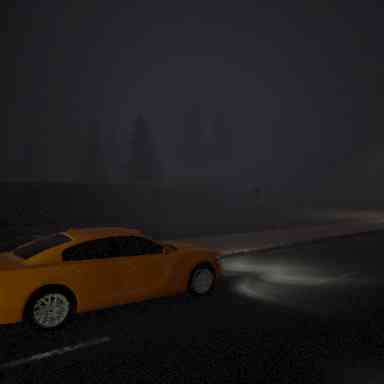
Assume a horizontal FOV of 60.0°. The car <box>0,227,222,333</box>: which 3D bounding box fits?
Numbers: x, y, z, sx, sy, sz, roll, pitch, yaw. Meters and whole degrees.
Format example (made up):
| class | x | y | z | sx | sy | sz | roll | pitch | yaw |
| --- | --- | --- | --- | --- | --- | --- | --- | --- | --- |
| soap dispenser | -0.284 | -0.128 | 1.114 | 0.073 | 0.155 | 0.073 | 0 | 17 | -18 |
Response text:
| class | x | y | z | sx | sy | sz | roll | pitch | yaw |
| --- | --- | --- | --- | --- | --- | --- | --- | --- | --- |
| car | -1.616 | 1.477 | 6.897 | 5.008 | 1.535 | 1.882 | 0 | 0 | -35 |
